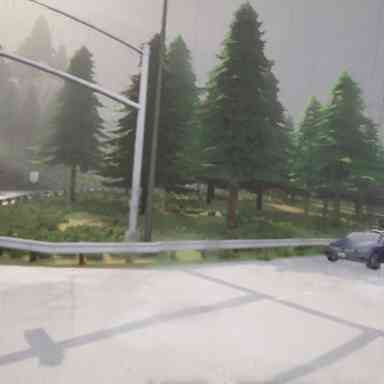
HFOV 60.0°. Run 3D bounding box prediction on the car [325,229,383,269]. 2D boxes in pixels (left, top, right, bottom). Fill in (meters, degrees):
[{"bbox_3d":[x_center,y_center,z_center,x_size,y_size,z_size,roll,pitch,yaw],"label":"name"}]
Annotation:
[{"bbox_3d":[7.724,2.375,14.496,4.674,1.442,1.812,6,-2,-38],"label":"car"}]
